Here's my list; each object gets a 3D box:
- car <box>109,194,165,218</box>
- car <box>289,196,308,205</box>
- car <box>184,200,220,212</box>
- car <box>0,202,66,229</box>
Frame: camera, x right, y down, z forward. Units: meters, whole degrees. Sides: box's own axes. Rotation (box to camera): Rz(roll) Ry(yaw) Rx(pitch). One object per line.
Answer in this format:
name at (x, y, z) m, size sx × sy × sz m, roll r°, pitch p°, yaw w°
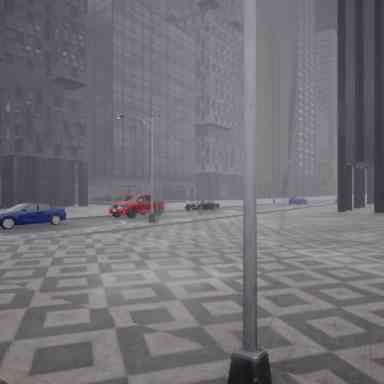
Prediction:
car at (-4.810, 1.188, 29.858) m, size 2.150 × 2.045 × 5.566 m, roll 0°, pitch 0°, yaw 36°
car at (17.618, 1.401, 55.102) m, size 1.882 × 1.535 × 5.008 m, roll 0°, pitch 0°, yaw 36°
car at (1.184, 1.555, 38.045) m, size 1.895 × 1.301 × 4.718 m, roll 0°, pitch 0°, yaw 36°
car at (-10.745, 1.458, 21.743) m, size 1.882 × 1.535 × 5.008 m, roll 0°, pitch 0°, yaw 36°
